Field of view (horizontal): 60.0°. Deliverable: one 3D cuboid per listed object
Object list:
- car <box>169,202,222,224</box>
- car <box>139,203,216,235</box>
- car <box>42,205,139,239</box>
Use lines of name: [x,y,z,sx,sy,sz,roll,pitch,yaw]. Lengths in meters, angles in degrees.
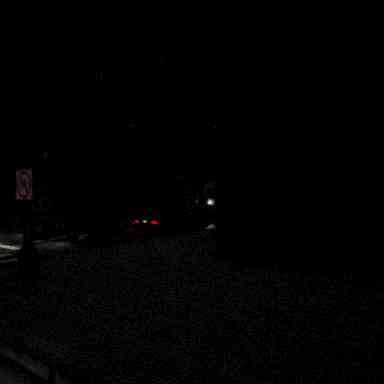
car: [0.372,1.582,26.095,1.812,1.442,4.674,0,0,36]
car: [-0.968,1.580,19.134,2.033,1.411,5.357,0,0,35]
car: [-5.468,1.515,17.905,1.882,1.535,5.008,0,0,35]
